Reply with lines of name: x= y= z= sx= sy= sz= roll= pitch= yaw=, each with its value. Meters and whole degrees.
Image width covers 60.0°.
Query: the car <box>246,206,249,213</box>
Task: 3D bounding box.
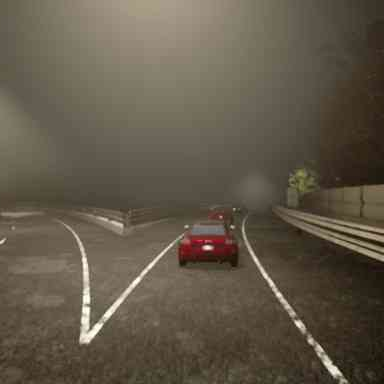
car: x=9.328 y=3.109 z=62.443 sx=1.882 sy=1.535 sz=5.008 roll=0 pitch=-4 yaw=13

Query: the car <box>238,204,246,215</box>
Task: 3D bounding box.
car: x=5.637 y=2.202 z=43.461 sx=2.033 sy=1.411 sz=5.357 roll=0 pitch=-2 yaw=11

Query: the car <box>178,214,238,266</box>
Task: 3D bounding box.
car: x=0.647 y=1.716 z=12.246 sx=1.994 sy=1.385 sz=4.181 roll=0 pitch=-1 yaw=5

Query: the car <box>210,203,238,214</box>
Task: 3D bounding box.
car: x=2.678 y=1.830 z=28.391 sx=1.882 sy=1.535 sz=5.008 roll=0 pitch=0 yaw=10

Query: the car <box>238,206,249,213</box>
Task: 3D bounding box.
car: x=10.847 y=3.678 z=69.312 sx=1.895 sy=1.301 sz=4.718 roll=0 pitch=-5 yaw=13
